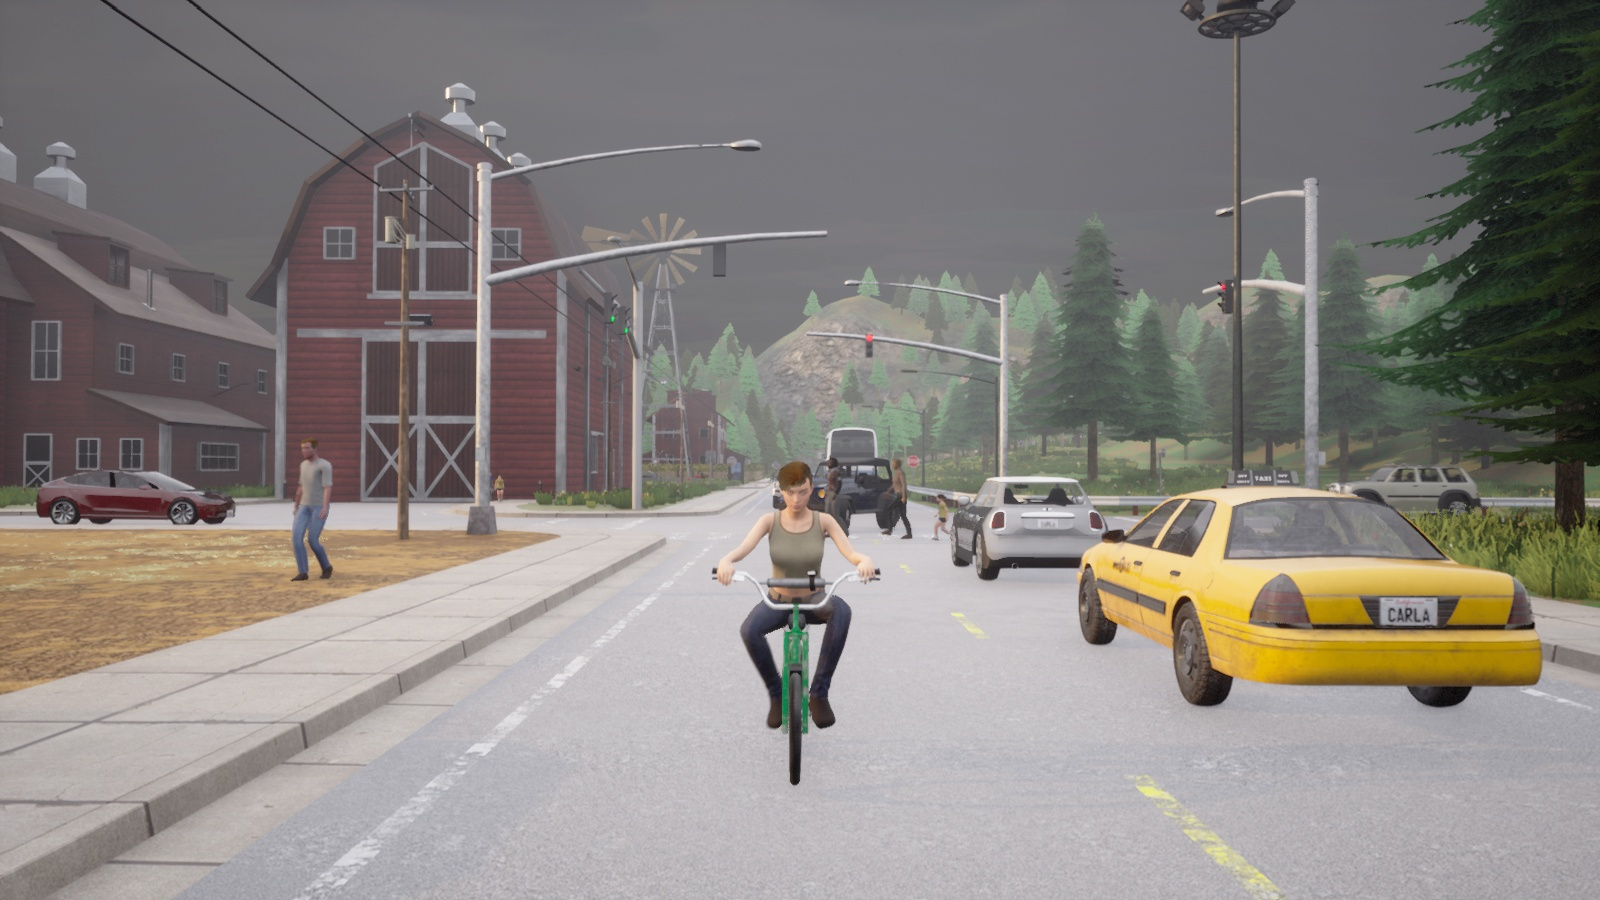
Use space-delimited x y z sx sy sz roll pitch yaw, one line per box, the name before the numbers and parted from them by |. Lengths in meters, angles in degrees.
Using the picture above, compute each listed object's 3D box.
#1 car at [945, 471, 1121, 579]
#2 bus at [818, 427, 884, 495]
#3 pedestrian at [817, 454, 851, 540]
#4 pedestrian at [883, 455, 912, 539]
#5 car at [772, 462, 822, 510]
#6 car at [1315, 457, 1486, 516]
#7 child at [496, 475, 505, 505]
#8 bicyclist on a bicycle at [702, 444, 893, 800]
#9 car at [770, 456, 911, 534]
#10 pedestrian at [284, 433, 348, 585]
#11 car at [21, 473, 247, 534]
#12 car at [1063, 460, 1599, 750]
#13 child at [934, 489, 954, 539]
car | 3.453 1.072 19.319 1.970 1.475 3.806 0 -1 0
bus | 3.292 0.758 83.969 3.944 4.253 10.273 0 -1 0
pedestrian | 0.768 1.048 28.326 0.666 1.930 0.402 0 -1 -21
pedestrian | 2.171 1.044 27.950 0.634 1.846 0.331 0 -1 2
car | -0.127 1.453 51.748 1.932 1.855 4.605 0 -1 0
car | 19.411 1.173 40.748 4.605 1.855 1.932 0 -1 1
child | -11.348 1.507 47.515 0.255 1.110 0.394 0 -1 -26
bicyclist on a bicycle | -0.011 0.849 6.515 0.866 1.612 1.509 0 -5 0
car | 1.096 1.105 32.440 1.905 1.878 3.866 -1 -1 33
pedestrian | -6.006 0.718 15.604 0.354 1.836 0.706 -1 -1 19
car | -17.393 1.377 32.994 4.792 1.488 2.163 0 -1 -1
car | 3.477 0.890 9.548 1.801 1.575 5.366 0 -1 0
child | 3.201 1.419 27.928 0.394 1.110 0.255 0 -1 1
